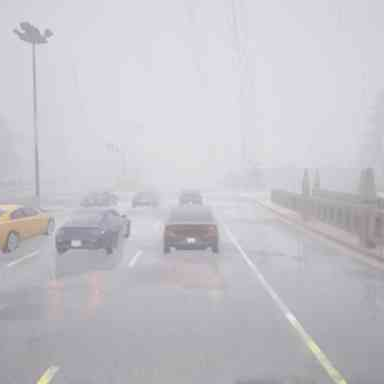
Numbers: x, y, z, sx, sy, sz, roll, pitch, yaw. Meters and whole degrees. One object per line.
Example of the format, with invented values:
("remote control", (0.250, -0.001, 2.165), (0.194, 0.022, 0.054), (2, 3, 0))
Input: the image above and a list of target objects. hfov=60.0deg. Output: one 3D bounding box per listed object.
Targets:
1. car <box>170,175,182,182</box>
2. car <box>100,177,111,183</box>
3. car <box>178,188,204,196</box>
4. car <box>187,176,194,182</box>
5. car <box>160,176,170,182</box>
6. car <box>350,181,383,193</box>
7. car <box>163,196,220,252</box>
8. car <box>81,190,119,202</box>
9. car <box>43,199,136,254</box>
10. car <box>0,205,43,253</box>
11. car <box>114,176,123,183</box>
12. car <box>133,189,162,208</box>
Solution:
("car", (-3.989, -3.377, 89.512), (2.033, 1.411, 5.357), (0, 3, 0))
("car", (-21.450, -3.018, 82.768), (1.882, 1.535, 5.008), (0, 3, 0))
("car", (-0.109, 0.409, 26.969), (1.837, 1.490, 4.892), (0, 4, 0))
("car", (-0.492, -3.347, 89.981), (1.895, 1.301, 4.718), (0, 3, 0))
("car", (-7.496, -3.626, 90.699), (2.097, 1.767, 4.553), (0, 3, 0))
("car", (23.773, -0.655, 44.480), (4.892, 1.490, 1.837), (1, 4, 2))
("car", (-0.023, 1.214, 12.785), (1.882, 1.535, 5.008), (0, 3, 0))
("car", (-7.114, 0.510, 25.951), (2.033, 1.411, 5.357), (0, 3, 0))
("car", (-3.524, 1.280, 12.431), (1.812, 1.442, 4.674), (0, 3, 0))
("car", (-7.023, 1.217, 12.730), (1.882, 1.535, 5.008), (0, 3, 0))
("car", (-17.951, -3.143, 82.810), (2.097, 1.767, 4.553), (0, 3, 0))
("car", (-3.607, 0.467, 26.962), (1.994, 1.385, 4.181), (0, 4, 0))
